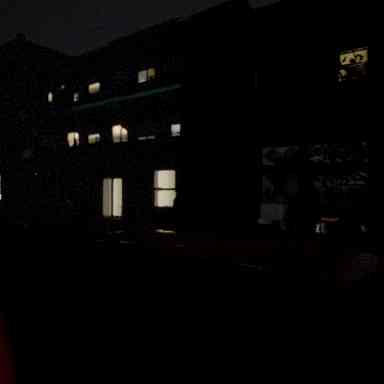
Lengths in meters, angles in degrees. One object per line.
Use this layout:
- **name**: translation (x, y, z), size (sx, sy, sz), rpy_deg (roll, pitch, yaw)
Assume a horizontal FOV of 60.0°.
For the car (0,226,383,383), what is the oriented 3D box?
- **car**: translation (-0.648, 1.298, 3.331), size (5.009, 1.841, 2.192), rpy_deg (1, 1, 36)
